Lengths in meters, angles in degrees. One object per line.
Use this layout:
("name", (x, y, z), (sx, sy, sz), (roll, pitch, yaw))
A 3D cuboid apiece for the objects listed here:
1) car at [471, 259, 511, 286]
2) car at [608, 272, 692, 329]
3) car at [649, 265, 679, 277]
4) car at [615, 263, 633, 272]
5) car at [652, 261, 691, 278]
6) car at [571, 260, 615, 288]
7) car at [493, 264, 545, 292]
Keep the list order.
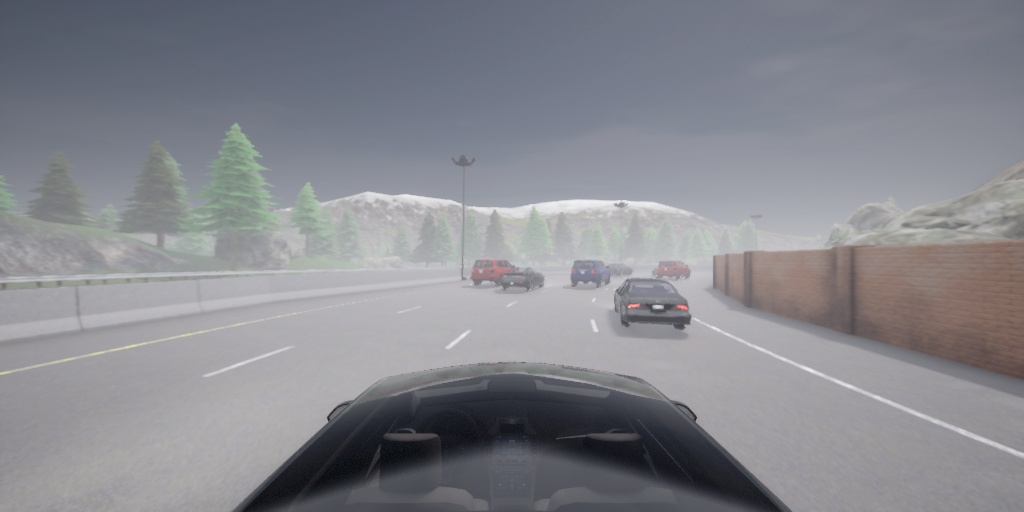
("car", (-1.178, 1.278, 28.682), (2.150, 2.045, 5.566), (0, -1, 24))
("car", (4.496, 1.448, 12.066), (2.033, 1.411, 5.357), (0, -1, 13))
("car", (19.681, 1.926, 46.274), (4.674, 1.442, 1.812), (1, -1, -43))
("car", (13.460, 1.693, 44.875), (2.097, 1.767, 4.553), (0, -1, 41))
("car", (17.721, 1.526, 39.141), (2.150, 2.045, 5.566), (-1, -2, 42))
("car", (6.285, 1.322, 28.256), (2.150, 2.045, 5.566), (0, -1, 26))
("car", (0.852, 1.507, 24.141), (2.128, 1.511, 4.902), (0, -1, 20))
